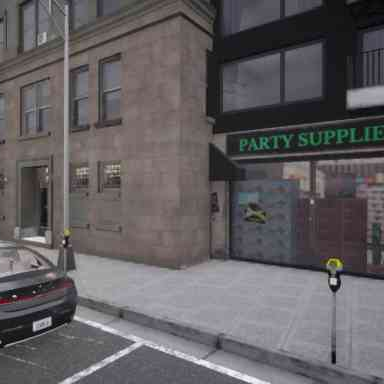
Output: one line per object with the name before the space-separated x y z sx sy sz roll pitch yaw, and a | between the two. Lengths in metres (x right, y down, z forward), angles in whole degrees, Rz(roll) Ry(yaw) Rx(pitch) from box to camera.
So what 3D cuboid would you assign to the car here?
car | -3.806 1.551 5.758 4.403 1.369 2.008 0 0 35
